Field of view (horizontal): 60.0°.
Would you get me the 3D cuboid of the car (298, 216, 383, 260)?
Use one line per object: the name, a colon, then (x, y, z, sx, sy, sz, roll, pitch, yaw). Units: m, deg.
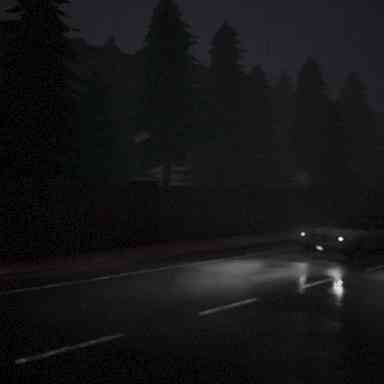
car: (6.142, 1.586, 12.518, 4.718, 1.301, 1.895, 0, 0, -35)
